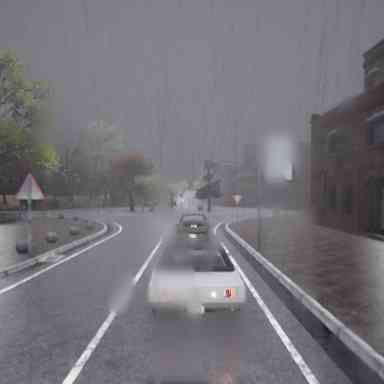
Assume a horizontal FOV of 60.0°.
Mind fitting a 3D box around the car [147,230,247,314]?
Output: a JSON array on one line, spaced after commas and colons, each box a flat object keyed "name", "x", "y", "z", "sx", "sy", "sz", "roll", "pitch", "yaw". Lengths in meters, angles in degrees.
[{"name": "car", "x": 0.067, "y": 1.924, "z": 8.398, "sx": 1.895, "sy": 1.301, "sz": 4.718, "roll": 0, "pitch": -1, "yaw": -1}]

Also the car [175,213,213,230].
[{"name": "car", "x": 0.111, "y": 1.963, "z": 19.023, "sx": 1.837, "sy": 1.490, "sz": 4.892, "roll": 0, "pitch": 0, "yaw": 2}]
